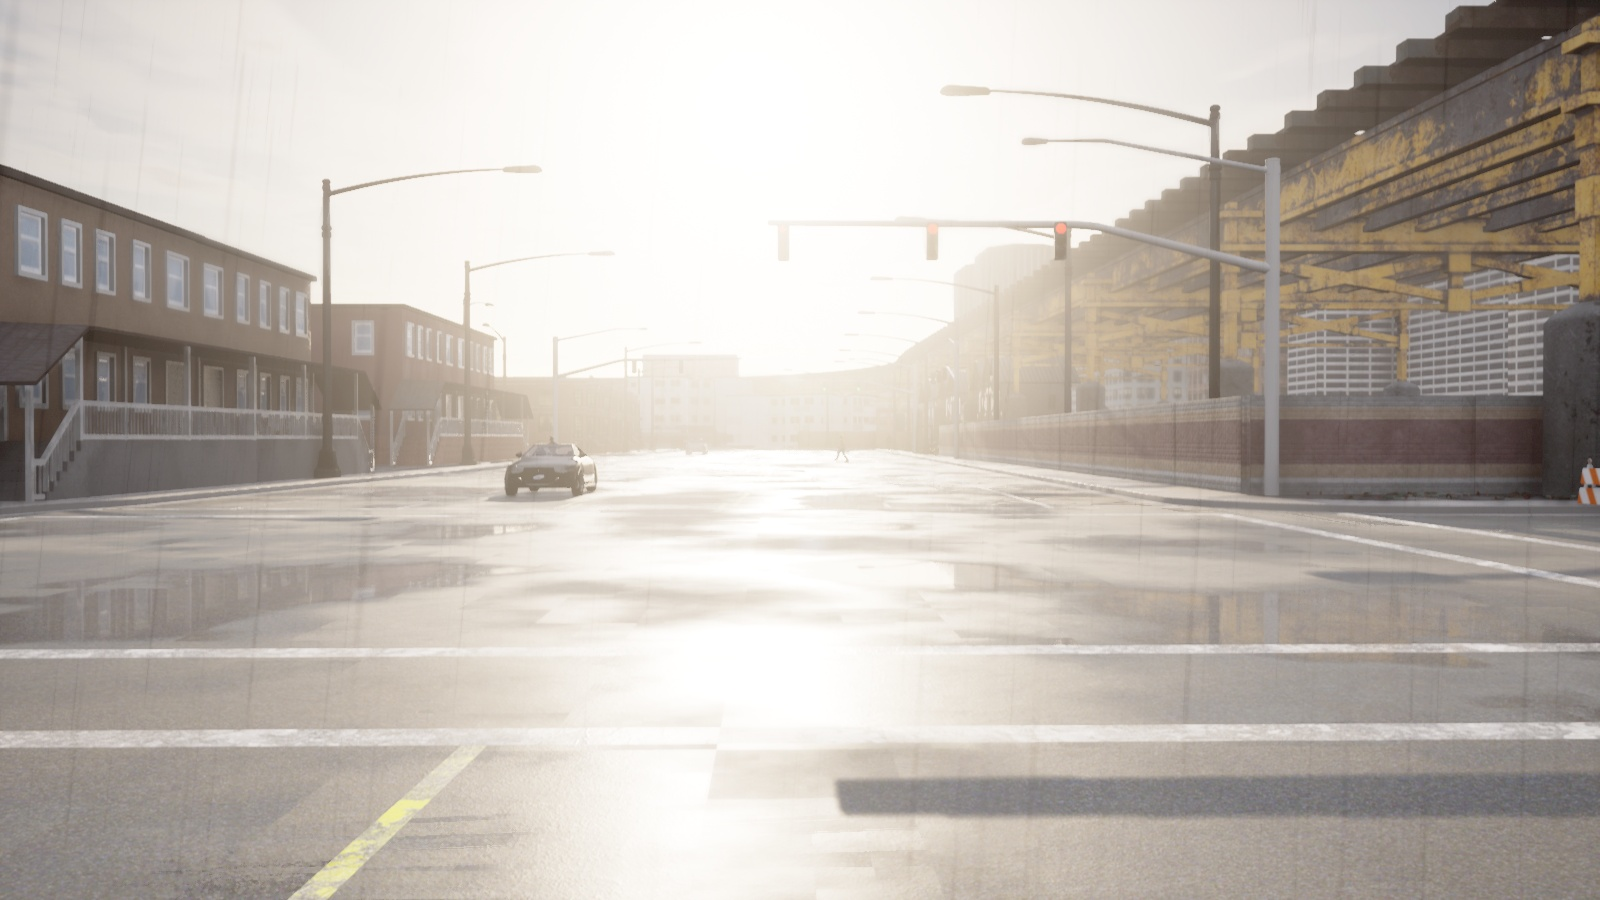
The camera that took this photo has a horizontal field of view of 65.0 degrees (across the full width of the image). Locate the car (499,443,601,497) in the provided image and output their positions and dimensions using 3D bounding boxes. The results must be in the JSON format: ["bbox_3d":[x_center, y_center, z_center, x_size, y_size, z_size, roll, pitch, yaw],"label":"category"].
[{"bbox_3d":[-6.792,0.510,34.587,1.994,1.385,4.181,0,0,0],"label":"car"}]
